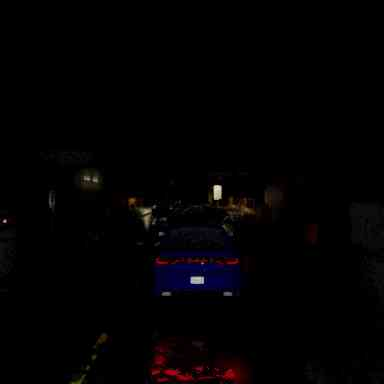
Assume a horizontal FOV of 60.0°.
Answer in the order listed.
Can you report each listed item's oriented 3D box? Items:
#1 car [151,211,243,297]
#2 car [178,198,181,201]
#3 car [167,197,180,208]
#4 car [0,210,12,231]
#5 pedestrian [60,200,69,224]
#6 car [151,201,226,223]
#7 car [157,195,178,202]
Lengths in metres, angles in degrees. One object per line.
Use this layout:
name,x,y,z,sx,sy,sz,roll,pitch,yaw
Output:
car,0.105,1.492,8.652,1.882,1.535,5.008,0,0,0
car,-2.814,1.414,44.103,2.150,2.045,5.566,0,-1,0
car,-2.960,1.647,54.286,2.097,1.767,4.553,0,-1,-2
car,-13.529,1.375,19.272,5.566,2.045,2.150,-1,-2,1
pedestrian,-9.642,1.454,25.093,0.375,1.860,0.375,0,-1,1
car,-0.080,1.519,20.439,4.902,1.511,2.128,-1,-1,-27
car,-2.811,1.468,33.925,2.097,1.767,4.553,0,0,0
